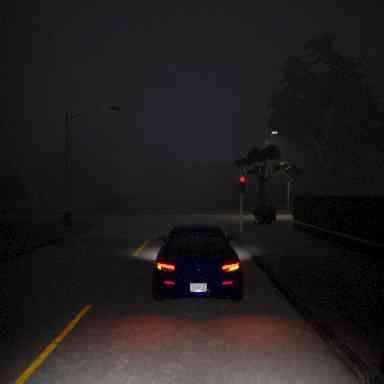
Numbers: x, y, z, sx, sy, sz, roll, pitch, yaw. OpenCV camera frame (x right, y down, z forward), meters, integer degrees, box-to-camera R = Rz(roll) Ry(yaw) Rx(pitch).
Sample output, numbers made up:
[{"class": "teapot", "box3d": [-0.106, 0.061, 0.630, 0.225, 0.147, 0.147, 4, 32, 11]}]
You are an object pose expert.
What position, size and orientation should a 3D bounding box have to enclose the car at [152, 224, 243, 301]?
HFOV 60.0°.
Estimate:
[{"class": "car", "box3d": [0.122, 1.526, 8.192, 1.812, 1.442, 4.674, 0, 0, 0]}]
